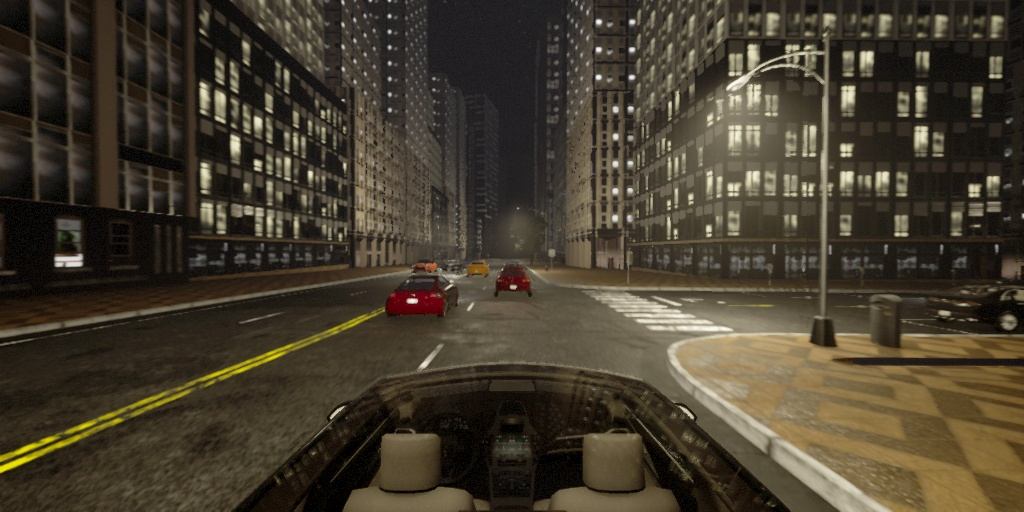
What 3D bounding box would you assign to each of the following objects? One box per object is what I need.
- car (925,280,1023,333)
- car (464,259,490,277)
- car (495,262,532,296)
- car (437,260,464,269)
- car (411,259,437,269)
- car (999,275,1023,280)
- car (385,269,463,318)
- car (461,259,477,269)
[{"bbox_3d":[15.884,1.599,11.400,4.403,1.370,2.007,0,0,-1],"label":"car"},{"bbox_3d":[-3.240,1.221,35.162,1.882,1.535,5.008,0,0,0],"label":"car"},{"bbox_3d":[0.063,1.266,19.273,1.812,1.442,4.674,1,1,0],"label":"car"},{"bbox_3d":[-6.681,1.228,40.717,2.128,1.511,4.902,0,0,0],"label":"car"},{"bbox_3d":[-9.928,1.086,40.920,2.097,1.767,4.553,0,0,0],"label":"car"},{"bbox_3d":[25.371,1.624,17.443,4.181,1.385,1.994,1,1,-1],"label":"car"},{"bbox_3d":[-3.174,1.378,13.414,1.994,1.385,4.181,0,1,0],"label":"car"},{"bbox_3d":[-6.682,1.263,56.264,1.812,1.442,4.674,0,0,0],"label":"car"}]
